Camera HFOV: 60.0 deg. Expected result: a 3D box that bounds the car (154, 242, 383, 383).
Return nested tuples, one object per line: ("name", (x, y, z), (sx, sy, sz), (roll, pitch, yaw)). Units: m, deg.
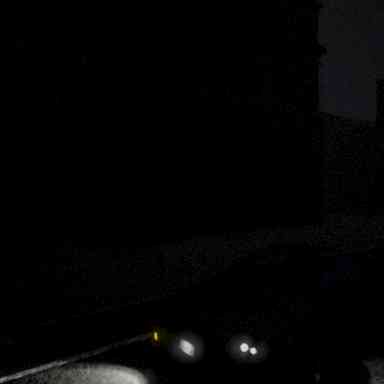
("car", (1.553, 1.498, 4.840), (4.181, 1.385, 1.994), (-1, 1, -36))
